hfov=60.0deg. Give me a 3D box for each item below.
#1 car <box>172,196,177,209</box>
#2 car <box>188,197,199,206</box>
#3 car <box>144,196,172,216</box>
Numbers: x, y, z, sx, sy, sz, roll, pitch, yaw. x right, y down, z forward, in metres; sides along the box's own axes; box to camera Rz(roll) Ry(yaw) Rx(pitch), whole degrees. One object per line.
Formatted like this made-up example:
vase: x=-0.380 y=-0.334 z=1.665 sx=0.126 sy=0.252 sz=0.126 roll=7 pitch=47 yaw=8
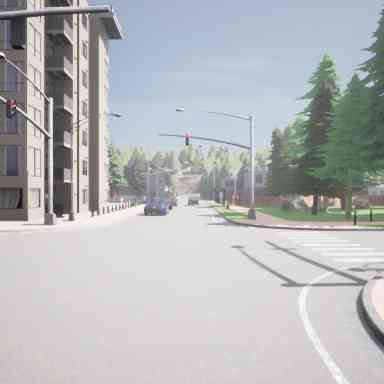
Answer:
car: x=-3.413 y=1.491 z=42.518 sx=2.128 sy=1.511 sz=4.902 roll=0 pitch=0 yaw=1
car: x=0.225 y=1.547 z=55.778 sx=2.033 sy=1.411 sz=5.357 roll=0 pitch=0 yaw=0
car: x=-3.458 y=1.351 z=32.842 sx=2.097 sy=1.767 sz=4.553 roll=0 pitch=0 yaw=0
